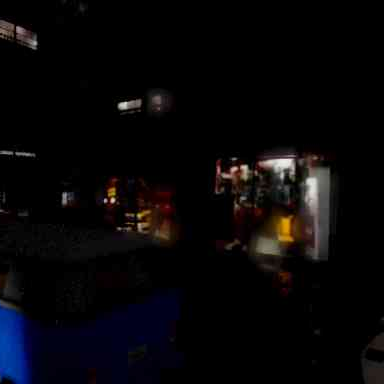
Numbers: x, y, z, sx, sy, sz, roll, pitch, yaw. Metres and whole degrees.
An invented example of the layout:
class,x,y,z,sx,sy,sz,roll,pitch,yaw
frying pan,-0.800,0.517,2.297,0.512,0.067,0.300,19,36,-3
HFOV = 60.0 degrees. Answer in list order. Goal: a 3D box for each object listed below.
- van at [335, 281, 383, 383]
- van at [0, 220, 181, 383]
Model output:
class,x,y,z,sx,sy,sz,roll,pitch,yaw
van,2.534,1.345,1.062,3.998,1.788,1.690,0,1,35
van,-2.039,1.330,4.298,3.998,1.788,1.690,0,1,35
